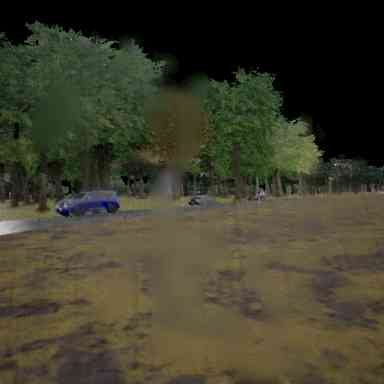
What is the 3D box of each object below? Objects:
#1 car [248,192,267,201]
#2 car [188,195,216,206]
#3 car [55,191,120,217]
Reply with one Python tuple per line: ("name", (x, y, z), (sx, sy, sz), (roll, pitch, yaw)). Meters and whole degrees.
("car", (10.993, 0.730, 55.566), (1.837, 1.490, 4.892), (-3, -1, 35))
("car", (1.293, 1.040, 41.995), (1.994, 1.385, 4.181), (-3, -1, 35))
("car", (-8.601, 0.964, 28.025), (2.150, 2.045, 5.566), (-3, -1, 35))
